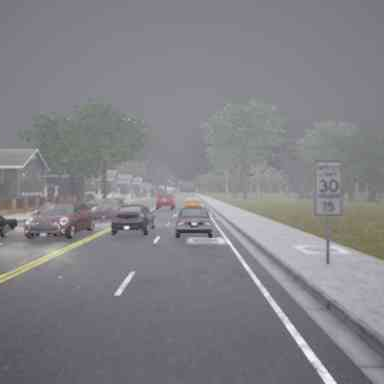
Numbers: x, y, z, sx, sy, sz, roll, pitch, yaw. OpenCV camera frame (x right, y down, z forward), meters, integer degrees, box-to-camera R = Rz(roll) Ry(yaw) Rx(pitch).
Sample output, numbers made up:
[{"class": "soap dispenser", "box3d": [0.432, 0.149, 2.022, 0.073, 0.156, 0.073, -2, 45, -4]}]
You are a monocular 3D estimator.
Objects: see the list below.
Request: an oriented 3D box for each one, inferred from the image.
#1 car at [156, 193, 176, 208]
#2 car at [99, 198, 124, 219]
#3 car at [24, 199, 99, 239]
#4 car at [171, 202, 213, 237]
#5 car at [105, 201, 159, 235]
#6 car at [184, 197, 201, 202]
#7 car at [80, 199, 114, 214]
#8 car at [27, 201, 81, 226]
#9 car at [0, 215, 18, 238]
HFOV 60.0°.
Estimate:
[{"class": "car", "box3d": [-3.219, 1.114, 41.712, 2.150, 2.045, 5.566, 0, 0, 1]}, {"class": "car", "box3d": [-6.546, 1.282, 26.930, 2.097, 1.767, 4.553, 0, 0, 1]}, {"class": "car", "box3d": [-6.592, 1.308, 16.993, 2.097, 1.767, 4.553, 0, 0, 0]}, {"class": "car", "box3d": [0.097, 1.501, 17.641, 2.033, 1.411, 5.357, 0, 0, 0]}, {"class": "car", "box3d": [-3.153, 1.457, 18.477, 1.837, 1.490, 4.892, 0, 0, 0]}, {"class": "car", "box3d": [0.089, 1.370, 40.982, 1.882, 1.535, 5.008, 0, 0, 0]}, {"class": "car", "box3d": [-9.817, 1.456, 34.764, 2.033, 1.411, 5.357, 0, 0, 0]}, {"class": "car", "box3d": [-9.810, 1.442, 24.125, 1.837, 1.490, 4.892, 0, 0, 1]}, {"class": "car", "box3d": [-9.854, 1.562, 14.783, 1.895, 1.301, 4.718, 0, 0, 0]}]
